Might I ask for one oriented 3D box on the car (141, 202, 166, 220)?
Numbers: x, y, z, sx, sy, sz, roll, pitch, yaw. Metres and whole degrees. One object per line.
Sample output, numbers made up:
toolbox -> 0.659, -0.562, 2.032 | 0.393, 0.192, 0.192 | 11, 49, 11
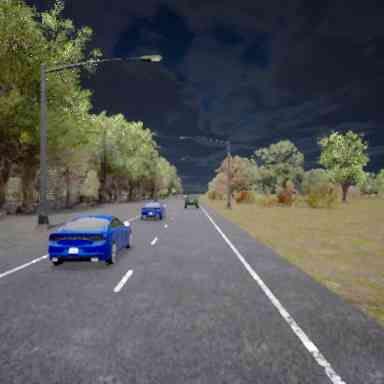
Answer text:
car -> -3.498, 1.665, 30.716 | 1.882, 1.535, 5.008 | 0, 0, 0

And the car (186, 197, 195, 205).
car -> -0.240, 1.912, 73.116 | 1.882, 1.535, 5.008 | 0, 0, 0

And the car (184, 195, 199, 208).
car -> -0.077, 1.538, 53.693 | 2.150, 2.045, 5.566 | 0, 0, 0

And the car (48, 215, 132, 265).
car -> -3.434, 1.556, 12.095 | 1.882, 1.535, 5.008 | 0, 0, 0
